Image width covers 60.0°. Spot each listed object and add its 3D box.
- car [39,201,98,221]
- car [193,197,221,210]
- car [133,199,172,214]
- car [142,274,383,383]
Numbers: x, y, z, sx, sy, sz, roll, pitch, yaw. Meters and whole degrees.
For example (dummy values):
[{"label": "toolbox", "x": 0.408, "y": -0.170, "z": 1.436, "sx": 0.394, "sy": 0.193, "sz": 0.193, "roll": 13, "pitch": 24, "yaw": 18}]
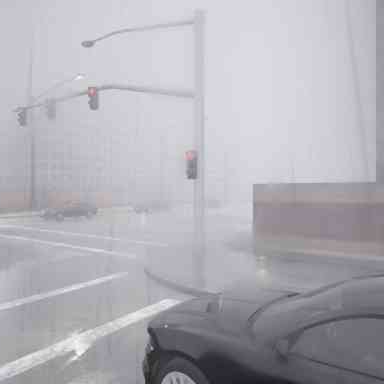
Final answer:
[{"label": "car", "x": -10.074, "y": 1.494, "z": 27.417, "sx": 2.128, "sy": 1.511, "sz": 4.902, "roll": 0, "pitch": 0, "yaw": 34}, {"label": "car", "x": 2.026, "y": 1.480, "z": 44.008, "sx": 1.882, "sy": 1.535, "sz": 5.008, "roll": 0, "pitch": 0, "yaw": 36}, {"label": "car", "x": -4.145, "y": 1.507, "z": 35.554, "sx": 1.837, "sy": 1.490, "sz": 4.892, "roll": 0, "pitch": 0, "yaw": 36}, {"label": "car", "x": 1.759, "y": 1.478, "z": 2.751, "sx": 5.008, "sy": 1.535, "sz": 1.882, "roll": 0, "pitch": 0, "yaw": 37}]
